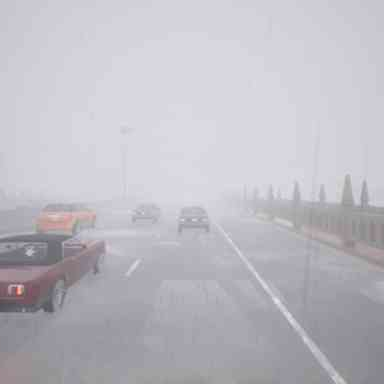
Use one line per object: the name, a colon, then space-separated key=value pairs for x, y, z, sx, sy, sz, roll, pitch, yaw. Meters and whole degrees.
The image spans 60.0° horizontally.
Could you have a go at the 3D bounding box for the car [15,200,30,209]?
car: x=-17.587 y=1.565 z=36.552 sx=1.994 sy=1.385 sz=4.181 roll=0 pitch=0 yaw=0

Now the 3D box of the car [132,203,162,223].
car: x=-3.399 y=1.549 z=25.757 sx=2.033 sy=1.411 sz=5.357 roll=0 pitch=0 yaw=0

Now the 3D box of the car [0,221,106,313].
car: x=-3.399 y=1.601 z=7.589 sx=1.895 sy=1.301 sz=4.718 roll=0 pitch=0 yaw=0

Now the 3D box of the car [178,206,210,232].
car: x=0.100 y=1.548 z=20.167 sx=2.033 sy=1.411 sz=5.357 roll=0 pitch=0 yaw=0

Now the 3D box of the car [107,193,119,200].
car: x=-17.486 y=1.226 z=76.996 sx=2.150 sy=2.045 sz=5.566 roll=0 pitch=0 yaw=0

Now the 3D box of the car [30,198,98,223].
car: x=-6.900 y=1.353 z=18.840 sx=2.097 sy=1.767 sz=4.553 roll=0 pitch=0 yaw=0

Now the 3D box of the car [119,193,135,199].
car: x=-13.996 y=1.228 z=73.699 sx=2.150 sy=2.045 sz=5.566 roll=0 pitch=0 yaw=0

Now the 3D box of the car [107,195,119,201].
car: x=-20.817 y=1.497 z=87.563 sx=1.994 sy=1.385 sz=4.181 roll=0 pitch=0 yaw=1

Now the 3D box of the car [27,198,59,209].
car: x=-21.063 y=1.549 z=47.231 sx=2.033 sy=1.411 sz=5.357 roll=0 pitch=0 yaw=0
